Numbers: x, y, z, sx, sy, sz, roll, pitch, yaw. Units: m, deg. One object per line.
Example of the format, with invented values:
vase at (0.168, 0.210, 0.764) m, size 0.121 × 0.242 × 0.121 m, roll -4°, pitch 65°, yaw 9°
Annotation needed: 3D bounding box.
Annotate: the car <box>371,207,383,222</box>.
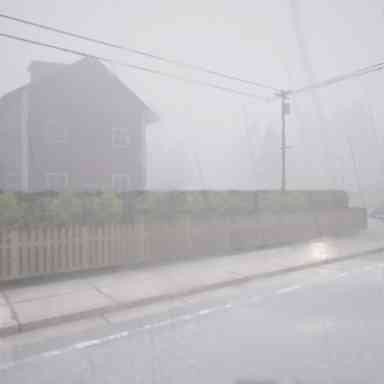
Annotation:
car at (15.140, 1.388, 23.150) m, size 2.128 × 1.511 × 4.902 m, roll 0°, pitch 0°, yaw -34°
